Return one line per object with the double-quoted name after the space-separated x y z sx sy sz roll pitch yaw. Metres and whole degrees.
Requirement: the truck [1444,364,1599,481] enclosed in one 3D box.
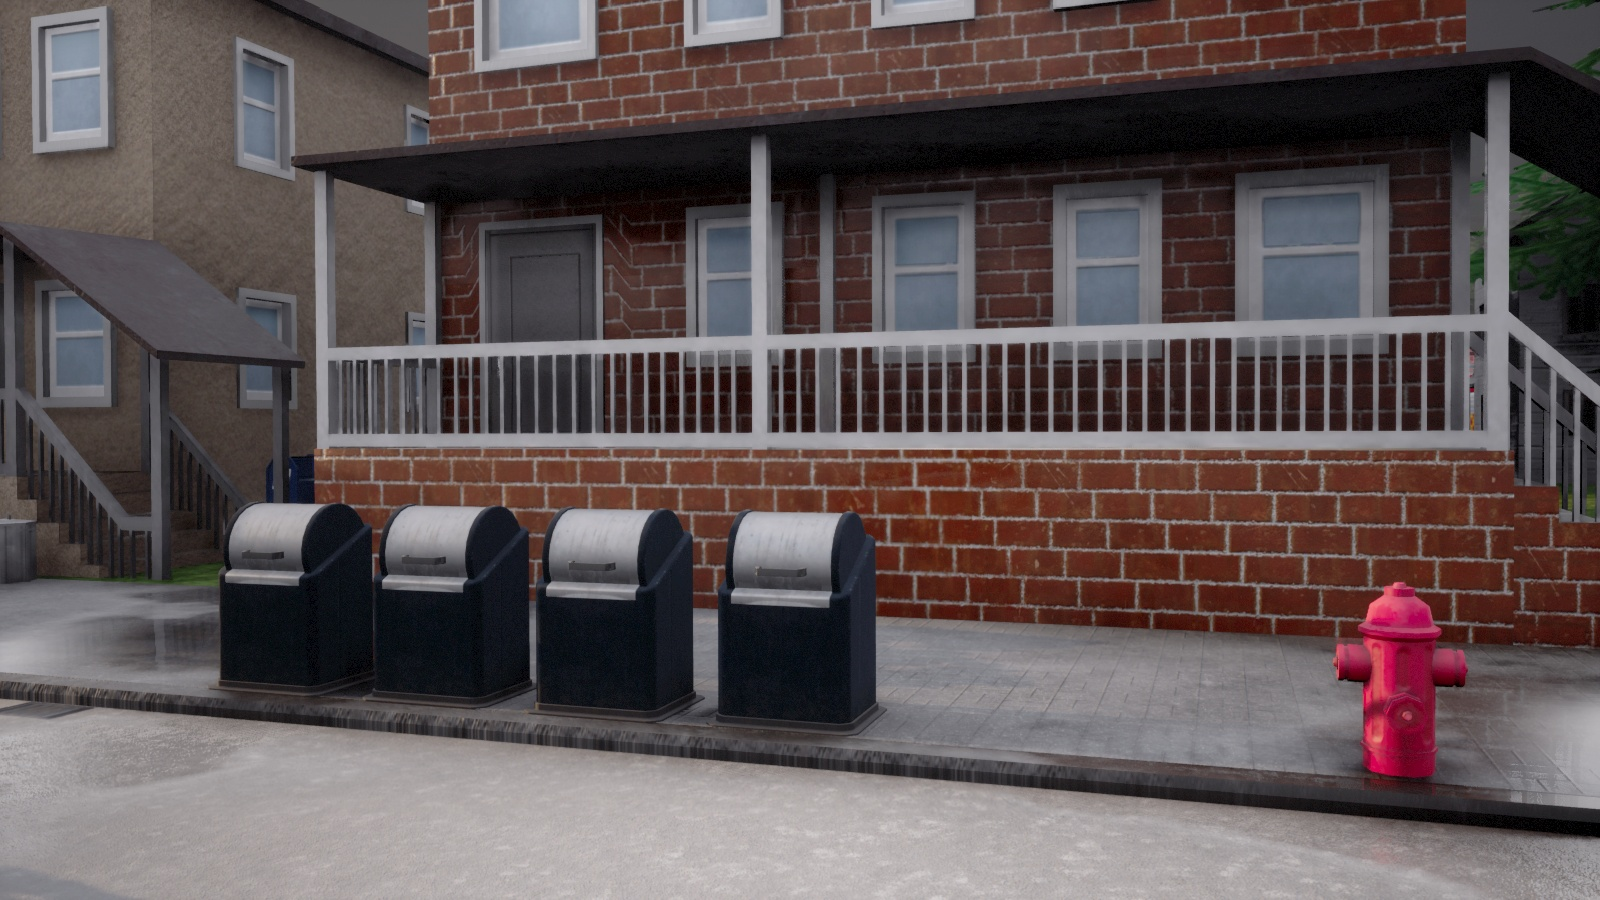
26.759 -0.918 42.503 8.468 3.827 2.891 1 1 18 "truck"
